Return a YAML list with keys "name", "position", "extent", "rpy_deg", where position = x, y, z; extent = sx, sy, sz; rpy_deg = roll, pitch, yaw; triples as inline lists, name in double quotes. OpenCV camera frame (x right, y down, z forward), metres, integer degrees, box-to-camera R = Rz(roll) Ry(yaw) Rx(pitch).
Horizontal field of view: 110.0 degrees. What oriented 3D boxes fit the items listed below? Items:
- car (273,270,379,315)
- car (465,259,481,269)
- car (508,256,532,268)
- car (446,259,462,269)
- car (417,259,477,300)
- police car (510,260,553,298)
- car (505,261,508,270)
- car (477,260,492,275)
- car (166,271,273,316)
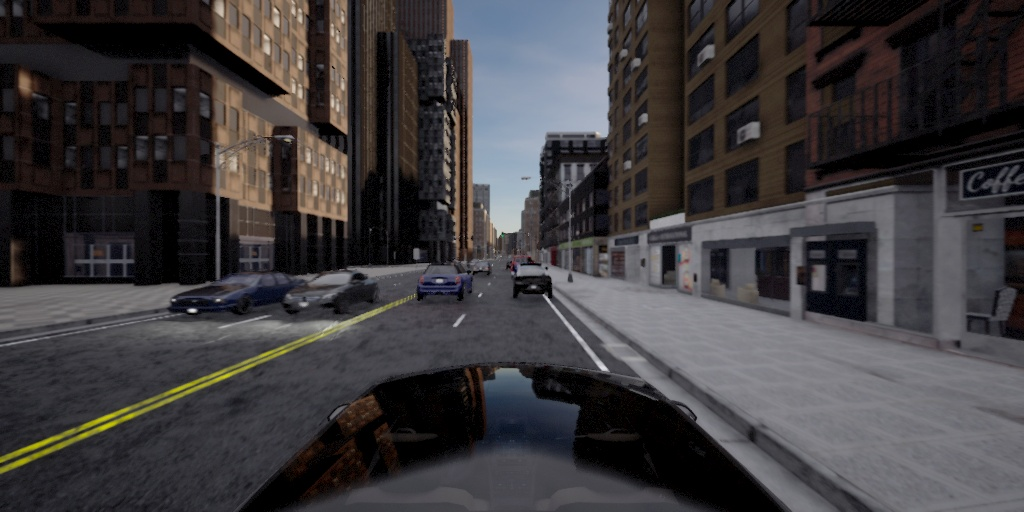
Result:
- name: "car"
  position: [-6.600, 1.277, 13.694]
  extent: [1.812, 1.442, 4.674]
  rpy_deg: [0, 0, 0]
- name: "car"
  position: [-6.502, 1.275, 60.371]
  extent: [2.128, 1.511, 4.902]
  rpy_deg: [0, 0, 0]
- name: "car"
  position: [0.975, 0.985, 34.565]
  extent: [2.150, 2.045, 5.566]
  rpy_deg: [0, 0, 0]
- name: "car"
  position: [-9.753, 1.299, 60.301]
  extent: [1.837, 1.490, 4.892]
  rpy_deg: [0, 0, 0]
- name: "car"
  position: [-3.151, 1.104, 17.695]
  extent: [2.097, 1.767, 4.553]
  rpy_deg: [0, 0, 0]
- name: "police car"
  position: [0.975, 1.178, 18.645]
  extent: [1.930, 1.638, 5.238]
  rpy_deg: [0, 0, 0]
- name: "car"
  position: [0.000, 1.278, 53.624]
  extent: [1.837, 1.490, 4.892]
  rpy_deg: [0, 0, 0]
- name: "car"
  position: [-3.149, 1.309, 38.542]
  extent: [2.033, 1.411, 5.357]
  rpy_deg: [0, 0, 0]
- name: "car"
  position: [-9.850, 1.298, 13.707]
  extent: [2.033, 1.411, 5.357]
  rpy_deg: [0, 0, 0]
